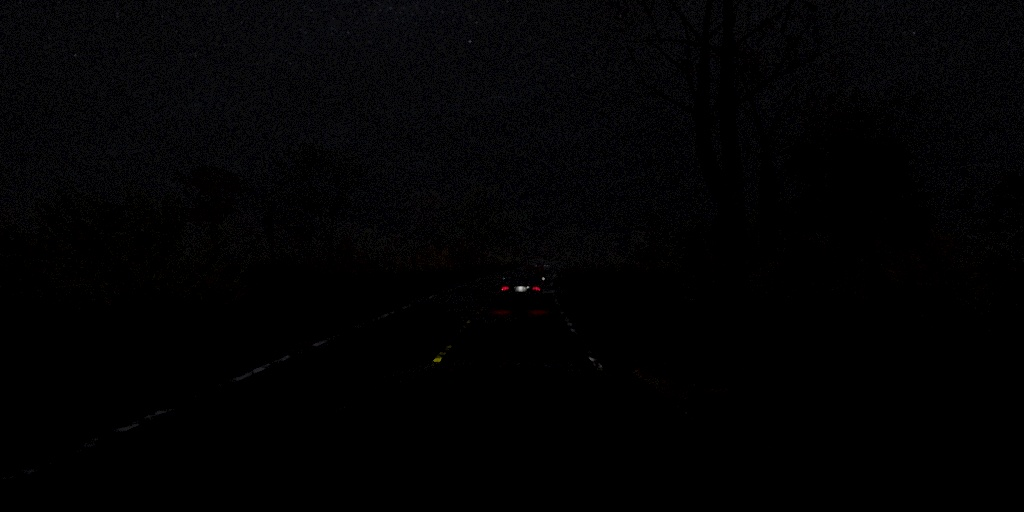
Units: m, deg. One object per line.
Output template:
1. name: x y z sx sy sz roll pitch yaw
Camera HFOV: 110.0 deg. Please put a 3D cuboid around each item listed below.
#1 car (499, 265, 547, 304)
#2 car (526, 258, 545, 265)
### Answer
1. car: 0.503 1.315 16.360 2.033 1.411 5.357 0 0 4
2. car: 2.014 1.238 31.179 1.882 1.535 5.008 0 0 8
